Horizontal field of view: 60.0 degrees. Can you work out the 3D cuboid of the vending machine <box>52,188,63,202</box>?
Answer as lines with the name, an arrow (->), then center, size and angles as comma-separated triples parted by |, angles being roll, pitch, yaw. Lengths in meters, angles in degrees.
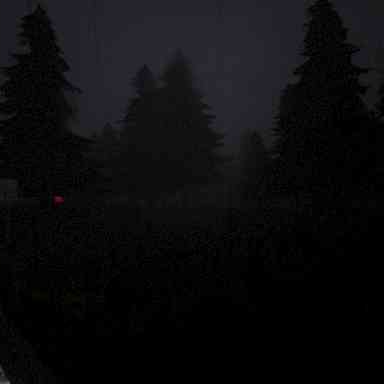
vending machine -> -21.864, 0.428, 54.139 | 1.100, 2.100, 0.880 | -9, -5, 7
